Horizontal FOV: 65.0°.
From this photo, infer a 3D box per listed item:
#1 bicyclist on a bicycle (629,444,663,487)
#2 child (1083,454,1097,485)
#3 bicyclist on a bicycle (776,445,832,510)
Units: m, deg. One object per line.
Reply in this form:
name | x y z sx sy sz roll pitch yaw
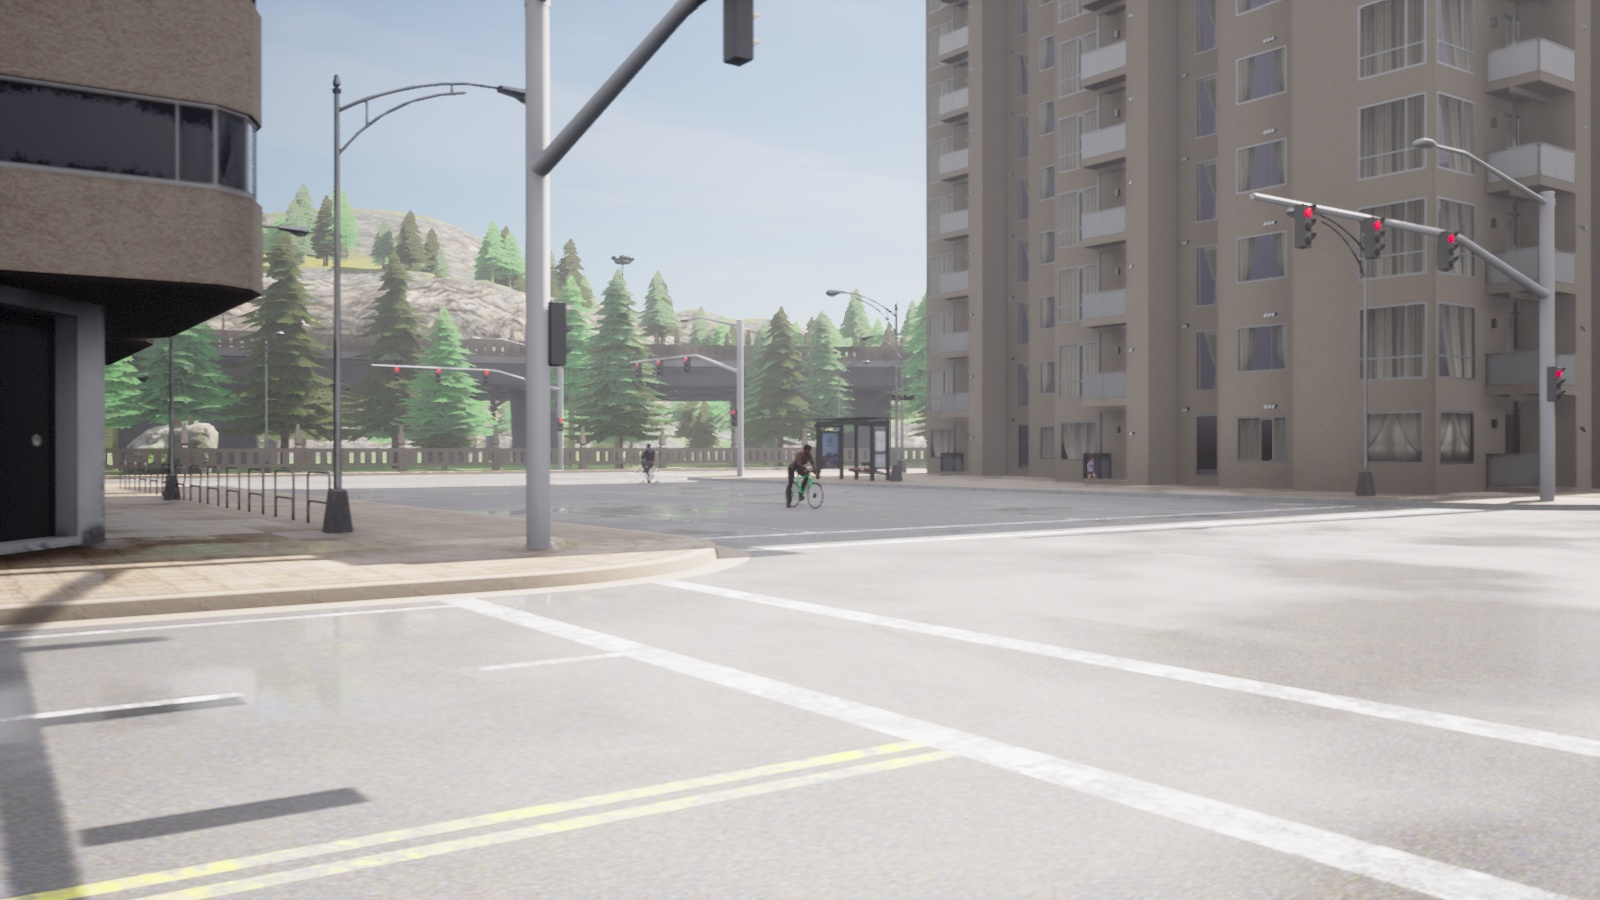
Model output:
bicyclist on a bicycle | -6.548 0.630 53.296 0.659 1.776 1.843 0 1 -35
child | 10.401 0.695 45.031 0.255 1.110 0.394 0 0 -36
bicyclist on a bicycle | 0.090 0.681 31.886 0.582 1.620 1.656 0 0 -35
